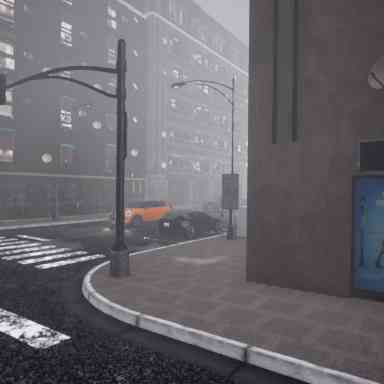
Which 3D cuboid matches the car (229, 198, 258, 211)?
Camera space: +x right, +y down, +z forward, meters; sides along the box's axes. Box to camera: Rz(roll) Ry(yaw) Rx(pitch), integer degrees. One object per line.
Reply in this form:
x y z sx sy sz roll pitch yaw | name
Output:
6.362 1.483 40.522 1.802 1.307 4.206 1 1 35 | car

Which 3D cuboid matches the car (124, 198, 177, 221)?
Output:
-3.267 1.362 26.799 1.967 1.590 4.097 1 1 35 | car

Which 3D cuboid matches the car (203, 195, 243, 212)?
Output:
3.155 1.224 35.946 2.192 1.841 5.009 1 1 35 | car

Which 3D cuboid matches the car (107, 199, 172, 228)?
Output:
-3.440 1.311 22.261 2.097 1.767 4.553 1 1 35 | car

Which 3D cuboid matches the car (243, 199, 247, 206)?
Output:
6.639 1.463 36.639 1.812 1.442 4.674 1 0 35 | car

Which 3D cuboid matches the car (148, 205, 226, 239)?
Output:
-0.029 1.599 17.700 1.947 1.339 4.313 1 1 35 | car
